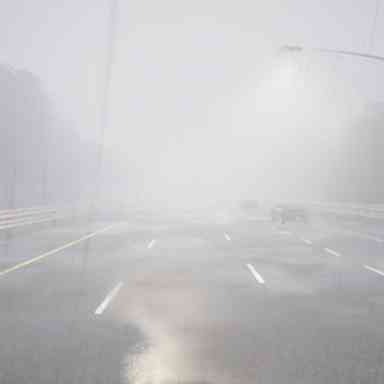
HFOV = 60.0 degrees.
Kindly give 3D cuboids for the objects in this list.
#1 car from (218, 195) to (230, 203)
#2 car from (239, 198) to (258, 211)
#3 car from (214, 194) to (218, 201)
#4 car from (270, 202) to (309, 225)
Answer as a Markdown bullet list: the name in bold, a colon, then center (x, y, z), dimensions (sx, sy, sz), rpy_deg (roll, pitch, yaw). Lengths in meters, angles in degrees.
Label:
- **car**: center (7.270, 1.569, 72.770), dimensions (1.812, 1.442, 4.674), rpy_deg (0, 0, 0)
- **car**: center (7.087, 1.521, 42.142), dimensions (1.882, 1.535, 5.008), rpy_deg (0, 0, 0)
- **car**: center (7.397, 1.566, 87.801), dimensions (1.812, 1.442, 4.674), rpy_deg (0, 0, 1)
- **car**: center (7.026, 1.519, 24.380), dimensions (1.837, 1.490, 4.892), rpy_deg (0, 0, 0)
